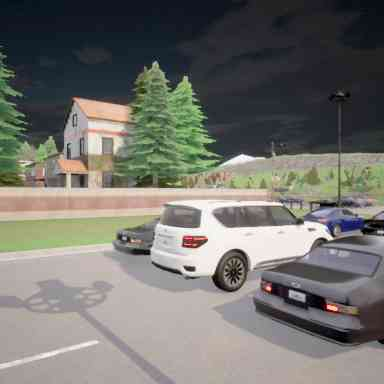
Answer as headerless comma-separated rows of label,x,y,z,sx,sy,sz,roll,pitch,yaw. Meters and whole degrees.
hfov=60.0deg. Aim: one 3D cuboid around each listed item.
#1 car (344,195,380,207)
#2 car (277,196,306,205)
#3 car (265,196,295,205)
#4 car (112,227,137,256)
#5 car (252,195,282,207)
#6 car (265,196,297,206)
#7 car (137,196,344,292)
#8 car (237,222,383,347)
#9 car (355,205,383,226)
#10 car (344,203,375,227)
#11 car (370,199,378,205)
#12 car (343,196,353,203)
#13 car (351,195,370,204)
car,26.122,1.347,51.253,2.097,1.767,4.553,0,0,-36
car,18.427,1.473,61.927,1.882,1.535,5.008,0,0,-35
car,15.688,1.485,59.719,2.128,1.511,4.902,0,0,-36
car,-0.151,1.547,12.231,5.357,1.411,2.033,0,0,-36
car,11.889,1.348,53.000,2.097,1.767,4.553,0,0,-36
car,14.653,1.474,55.152,1.882,1.535,5.008,0,0,-36
car,1.569,1.221,9.166,5.566,2.045,2.150,0,0,-36
car,3.549,1.547,6.277,5.357,1.411,2.033,0,0,-36
car,9.660,1.476,14.926,5.008,1.535,1.882,0,0,-35
car,7.652,1.524,17.793,4.674,1.442,1.812,0,0,-35
car,23.992,1.522,48.273,1.812,1.442,4.674,0,0,-37
car,18.266,1.598,44.219,1.895,1.301,4.718,0,0,-37
car,21.366,1.347,45.977,2.097,1.767,4.553,0,0,-37
